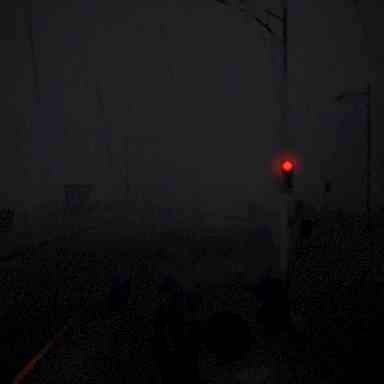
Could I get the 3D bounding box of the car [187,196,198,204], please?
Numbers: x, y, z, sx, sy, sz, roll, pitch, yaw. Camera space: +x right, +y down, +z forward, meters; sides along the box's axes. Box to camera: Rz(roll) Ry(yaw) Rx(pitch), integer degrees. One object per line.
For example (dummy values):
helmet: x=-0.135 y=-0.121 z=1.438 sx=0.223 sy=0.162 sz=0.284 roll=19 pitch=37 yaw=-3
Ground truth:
car: x=0.039 y=1.409 z=62.173 sx=1.812 sy=1.442 sz=4.674 roll=0 pitch=0 yaw=0
